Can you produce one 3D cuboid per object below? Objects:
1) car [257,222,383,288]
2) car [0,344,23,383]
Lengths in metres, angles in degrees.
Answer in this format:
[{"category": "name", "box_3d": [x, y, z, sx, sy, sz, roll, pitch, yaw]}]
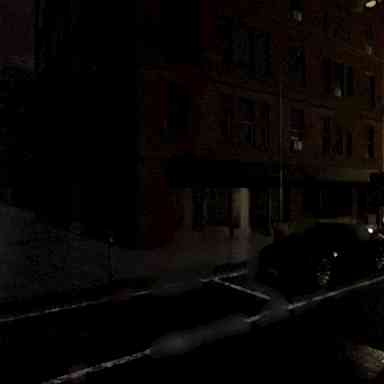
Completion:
[{"category": "car", "box_3d": [3.712, 1.547, 9.185, 4.313, 1.339, 1.947, 0, 0, -36]}, {"category": "car", "box_3d": [-3.300, 1.553, 0.897, 5.357, 1.411, 2.033, 0, 0, -36]}]
